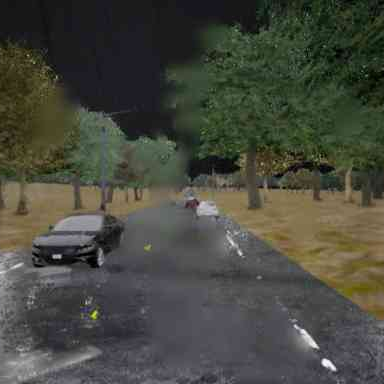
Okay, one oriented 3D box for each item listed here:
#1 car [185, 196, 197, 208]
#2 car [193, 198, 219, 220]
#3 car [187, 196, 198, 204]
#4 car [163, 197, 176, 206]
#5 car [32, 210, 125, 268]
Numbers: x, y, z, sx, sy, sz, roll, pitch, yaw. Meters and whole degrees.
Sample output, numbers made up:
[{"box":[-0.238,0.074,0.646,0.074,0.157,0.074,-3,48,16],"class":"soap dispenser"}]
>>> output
[{"box":[0.054,1.435,48.045,1.882,1.535,5.008,0,0,0],"class":"car"},{"box":[1.238,1.484,27.839,1.812,1.442,4.674,0,0,0],"class":"car"},{"box":[0.029,1.506,66.263,2.128,1.511,4.902,0,-1,0],"class":"car"},{"box":[-3.538,1.504,53.637,2.033,1.411,5.357,0,0,1],"class":"car"},{"box":[-3.604,1.447,11.388,1.882,1.535,5.008,0,0,0],"class":"car"}]
